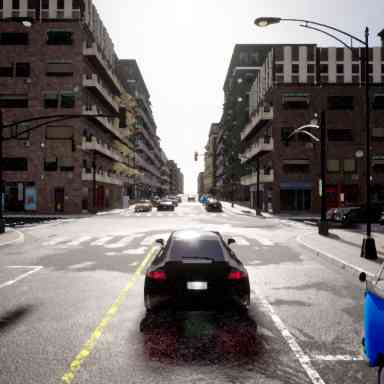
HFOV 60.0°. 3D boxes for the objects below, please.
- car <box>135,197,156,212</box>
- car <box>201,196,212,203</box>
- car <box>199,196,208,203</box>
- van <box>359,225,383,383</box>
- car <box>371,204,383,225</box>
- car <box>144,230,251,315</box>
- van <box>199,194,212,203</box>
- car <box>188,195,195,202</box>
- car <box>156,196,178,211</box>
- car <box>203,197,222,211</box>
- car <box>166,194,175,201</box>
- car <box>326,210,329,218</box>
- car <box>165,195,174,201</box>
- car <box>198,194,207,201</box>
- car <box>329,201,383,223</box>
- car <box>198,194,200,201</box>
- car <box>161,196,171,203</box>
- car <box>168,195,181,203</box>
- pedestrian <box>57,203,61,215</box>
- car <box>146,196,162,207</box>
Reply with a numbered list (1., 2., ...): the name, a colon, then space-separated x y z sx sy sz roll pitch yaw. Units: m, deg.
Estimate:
1. car: -5.741 1.539 39.843 1.752 1.417 4.829 1 0 0
2. car: 2.629 1.567 45.669 2.008 1.369 4.403 1 0 0
3. car: 2.582 1.612 73.882 1.802 1.307 4.206 1 0 0
4. van: 2.670 1.342 2.080 1.690 1.788 3.998 1 0 0
5. car: 13.506 1.583 19.848 4.313 1.339 1.947 0 -1 1
6. car: 0.088 1.566 7.683 1.994 1.385 4.181 0 0 0
7. van: 2.614 1.362 56.954 1.690 1.788 3.998 1 0 0
8. car: -0.131 1.559 80.557 2.128 1.511 4.902 0 0 0
9. car: -3.166 1.578 41.007 1.994 1.385 4.181 0 0 0
10. car: 2.638 1.580 40.027 1.947 1.339 4.313 1 0 0
11. car: -5.823 1.480 90.797 1.967 1.590 4.097 1 0 0
12. car: 13.596 1.608 28.229 4.097 1.590 1.967 0 -1 1
13. car: -5.816 1.587 85.154 2.008 1.369 4.403 1 0 0
14. car: 2.568 1.352 85.167 2.192 1.841 5.009 1 0 0
15. car: 13.492 1.473 25.640 4.553 1.767 2.097 0 -1 1
16. car: 2.592 1.552 68.409 1.752 1.417 4.829 1 0 0
17. car: -5.797 1.575 73.869 1.887 1.381 4.507 1 0 0
18. car: -3.179 1.497 52.428 1.882 1.535 5.008 0 1 0
19. pedestrian: -12.590 1.597 31.437 0.500 1.100 0.500 0 -1 1
20. car: -5.759 1.459 51.298 1.967 1.590 4.097 1 0 0
